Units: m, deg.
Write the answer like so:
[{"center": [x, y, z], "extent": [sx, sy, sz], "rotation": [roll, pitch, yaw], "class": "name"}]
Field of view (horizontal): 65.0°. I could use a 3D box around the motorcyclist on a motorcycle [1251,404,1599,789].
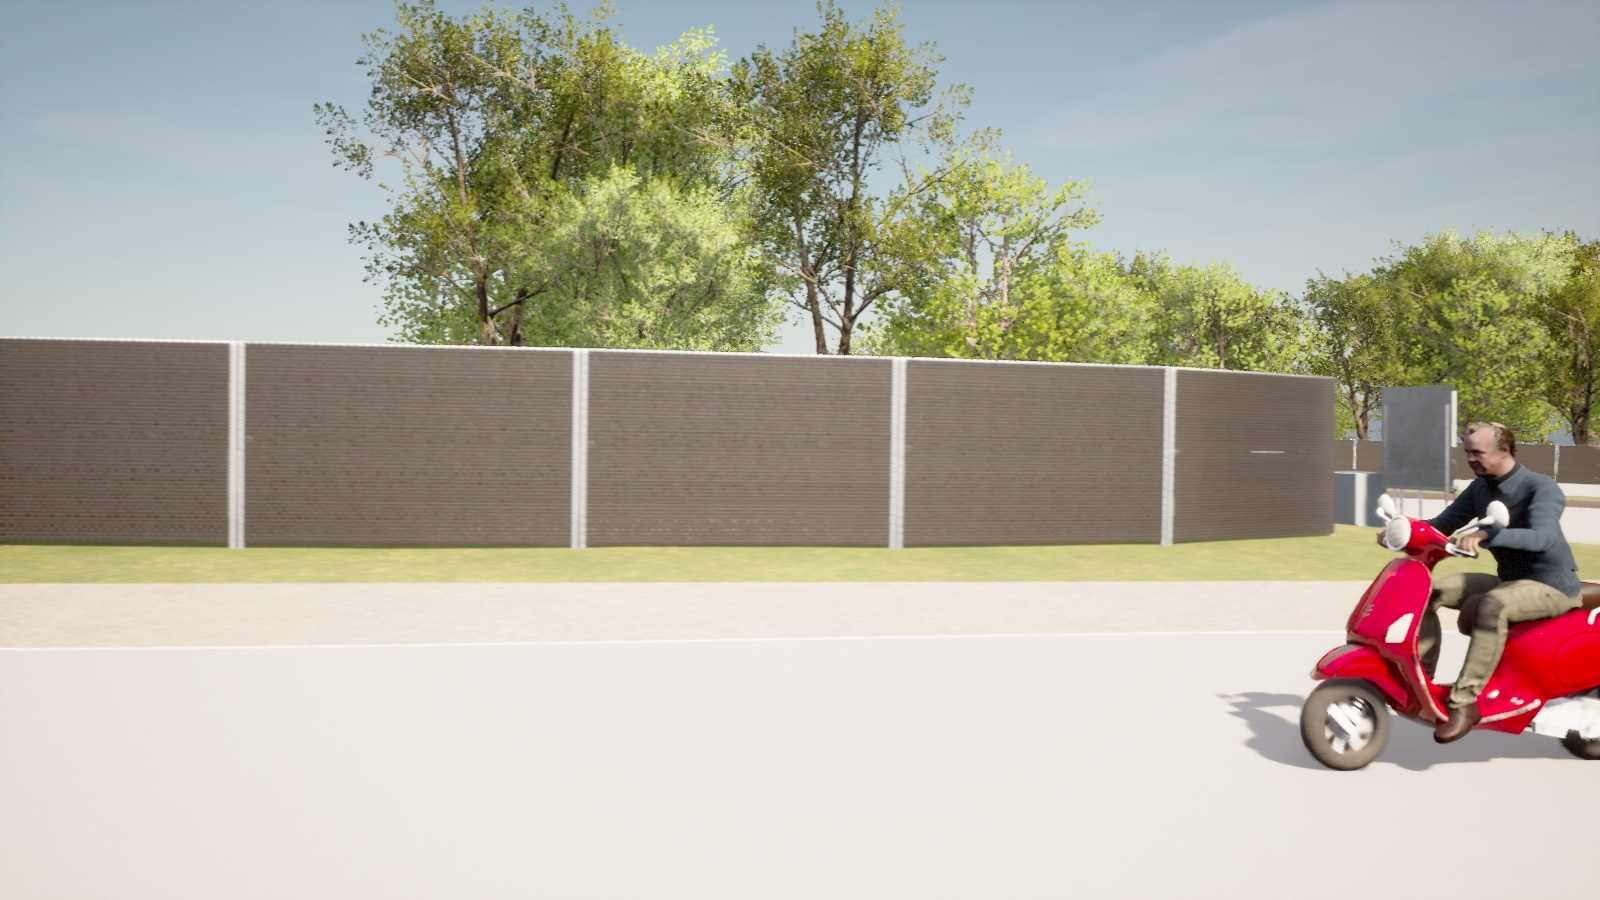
[{"center": [3.146, 0.595, 5.799], "extent": [1.817, 1.590, 0.866], "rotation": [-1, 1, -11], "class": "motorcyclist on a motorcycle"}]
